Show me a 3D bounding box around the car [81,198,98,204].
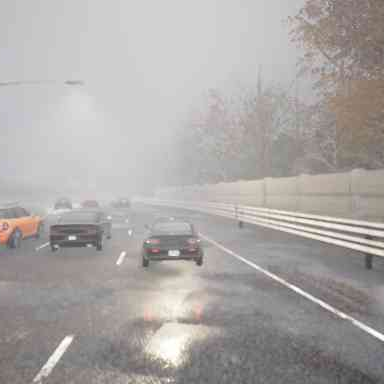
[{"bbox_3d":[-14.448,1.533,46.806,1.882,1.535,5.008,0,0,-25],"label":"car"}]

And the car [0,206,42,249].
[{"bbox_3d":[-8.233,1.383,14.775,2.097,1.767,4.553,0,0,-8],"label":"car"}]

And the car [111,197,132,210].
[{"bbox_3d":[-9.502,1.389,44.337,2.097,1.767,4.553,0,0,-23],"label":"car"}]

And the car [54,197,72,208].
[{"bbox_3d":[-17.713,1.419,45.499,2.097,1.767,4.553,0,0,-25],"label":"car"}]

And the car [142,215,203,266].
[{"bbox_3d":[-0.719,1.529,11.498,1.812,1.442,4.674,0,0,-5],"label":"car"}]

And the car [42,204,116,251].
[{"bbox_3d":[-4.612,1.495,14.336,1.882,1.535,5.008,0,0,-8],"label":"car"}]
